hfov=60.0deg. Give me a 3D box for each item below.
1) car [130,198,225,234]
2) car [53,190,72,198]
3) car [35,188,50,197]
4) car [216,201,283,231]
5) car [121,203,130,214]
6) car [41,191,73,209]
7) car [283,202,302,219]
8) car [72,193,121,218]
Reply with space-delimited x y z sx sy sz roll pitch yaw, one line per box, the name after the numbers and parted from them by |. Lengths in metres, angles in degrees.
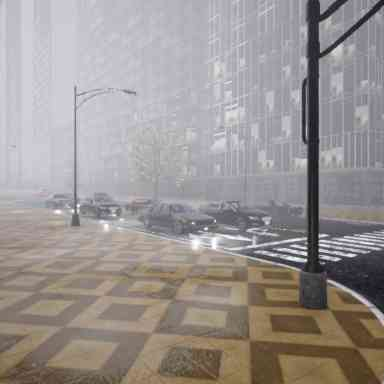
-0.974 1.292 17.688 2.033 1.411 5.357 0 1 -38 | car
-25.378 0.316 65.041 2.033 1.411 5.357 0 1 -38 | car
-28.478 0.110 63.731 2.097 1.767 4.553 0 1 -38 | car
2.309 1.254 18.772 2.128 1.511 4.902 0 1 -38 | car
-3.416 1.193 26.063 1.895 1.301 4.718 0 1 -38 | car
-13.382 0.902 33.531 1.812 1.442 4.674 0 1 -38 | car
5.759 1.304 25.056 1.895 1.301 4.718 0 1 -37 | car
-7.049 1.056 25.428 2.128 1.511 4.902 0 1 -38 | car
